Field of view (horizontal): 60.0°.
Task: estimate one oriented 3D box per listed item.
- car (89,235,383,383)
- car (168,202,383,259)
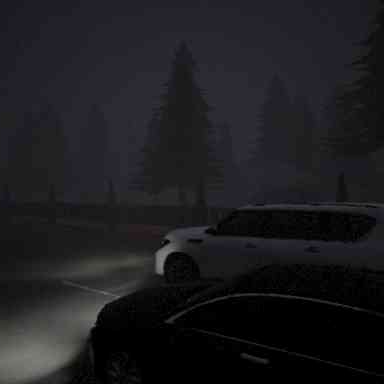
[{"bbox_3d":[1.026,1.506,3.260,4.892,1.490,1.837,0,0,35],"label":"car"},{"bbox_3d":[1.786,1.222,7.016,5.566,2.045,2.150,0,0,35],"label":"car"}]
